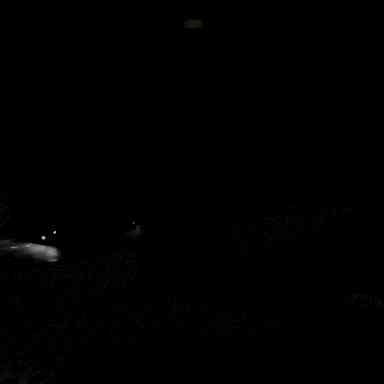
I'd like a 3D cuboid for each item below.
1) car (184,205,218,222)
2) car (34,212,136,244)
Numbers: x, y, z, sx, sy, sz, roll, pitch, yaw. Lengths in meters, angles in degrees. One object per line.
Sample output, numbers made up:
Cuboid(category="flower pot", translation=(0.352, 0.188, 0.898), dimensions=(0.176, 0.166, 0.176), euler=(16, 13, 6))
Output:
Cuboid(category="car", translation=(1.323, 1.833, 26.967), dimensions=(2.128, 1.511, 4.902), euler=(0, 0, 36))
Cuboid(category="car", translation=(-5.385, 1.788, 17.684), dimensions=(2.033, 1.411, 5.357), euler=(0, -1, 36))
